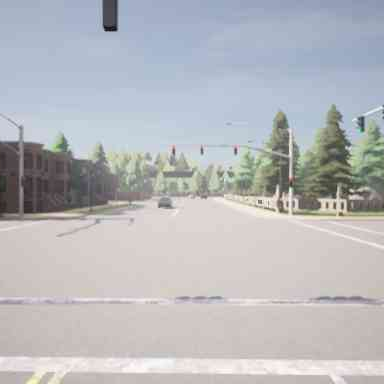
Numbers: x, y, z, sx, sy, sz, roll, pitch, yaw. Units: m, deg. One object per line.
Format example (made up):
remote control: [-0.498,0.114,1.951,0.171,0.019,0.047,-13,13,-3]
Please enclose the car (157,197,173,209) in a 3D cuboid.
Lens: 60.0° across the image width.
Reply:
car: [-3.628,1.488,45.381,1.837,1.490,4.892,0,0,0]
